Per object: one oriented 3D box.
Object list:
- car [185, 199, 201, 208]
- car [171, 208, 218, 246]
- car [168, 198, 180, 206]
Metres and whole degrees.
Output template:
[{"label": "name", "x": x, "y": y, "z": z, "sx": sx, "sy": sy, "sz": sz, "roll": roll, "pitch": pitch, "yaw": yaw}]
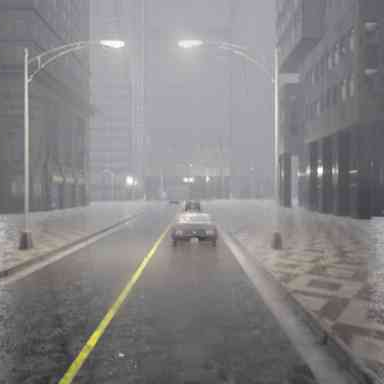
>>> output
[{"label": "car", "x": 0.114, "y": 1.541, "z": 41.169, "sx": 1.812, "sy": 1.442, "sz": 4.674, "roll": 0, "pitch": 0, "yaw": 0}, {"label": "car", "x": 0.104, "y": 1.606, "z": 15.223, "sx": 1.895, "sy": 1.301, "sz": 4.718, "roll": 0, "pitch": 0, "yaw": 0}, {"label": "car", "x": -2.982, "y": 1.623, "z": 56.186, "sx": 1.895, "sy": 1.301, "sz": 4.718, "roll": 0, "pitch": 0, "yaw": 0}]
